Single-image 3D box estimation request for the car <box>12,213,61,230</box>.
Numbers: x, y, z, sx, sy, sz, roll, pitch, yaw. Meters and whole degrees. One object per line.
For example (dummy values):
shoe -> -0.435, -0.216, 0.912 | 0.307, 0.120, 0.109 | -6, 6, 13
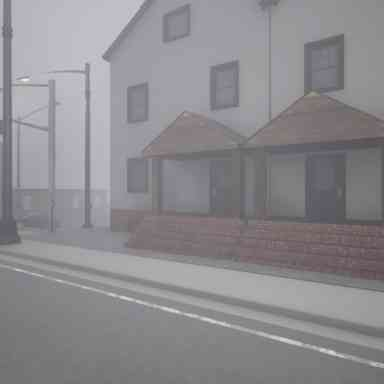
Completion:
car -> -13.813, 2.560, 28.809 | 1.837, 1.490, 4.892 | 0, -9, 36
